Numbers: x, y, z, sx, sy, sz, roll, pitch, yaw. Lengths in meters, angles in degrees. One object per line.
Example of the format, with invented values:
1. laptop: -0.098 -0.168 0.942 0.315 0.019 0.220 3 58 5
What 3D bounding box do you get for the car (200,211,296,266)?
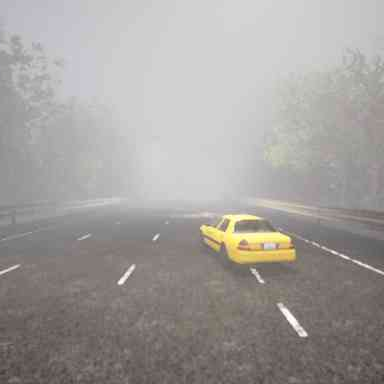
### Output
1. car: 1.567 1.427 11.445 1.801 1.575 5.366 0 0 -12
